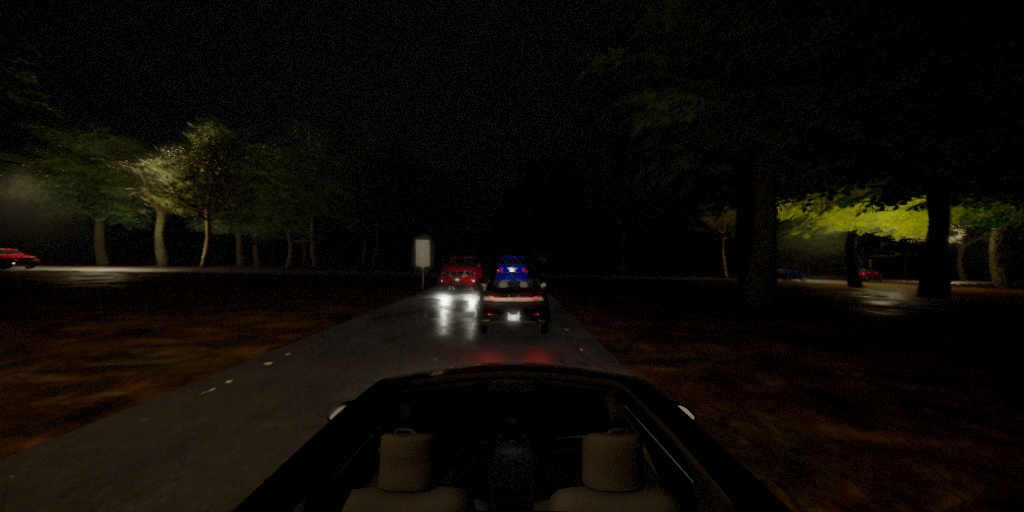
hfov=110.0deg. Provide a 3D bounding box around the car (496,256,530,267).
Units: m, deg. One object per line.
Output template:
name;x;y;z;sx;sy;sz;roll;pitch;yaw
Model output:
car;0.042;1.014;25.008;2.150;2.045;5.566;0;0;0

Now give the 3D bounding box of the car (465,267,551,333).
car;0.053;1.226;10.701;2.128;1.511;4.902;0;0;0

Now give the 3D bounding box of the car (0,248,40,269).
car;-50.771;0.242;35.609;5.566;2.045;2.150;0;0;-1

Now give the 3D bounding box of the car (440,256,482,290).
car;-3.068;1.001;22.971;2.150;2.045;5.566;0;-1;0

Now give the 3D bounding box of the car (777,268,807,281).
car;36.430;2.514;47.156;4.674;1.442;1.812;2;0;-14
